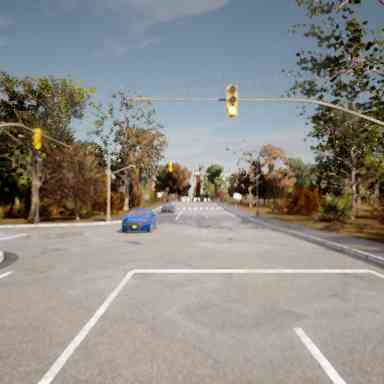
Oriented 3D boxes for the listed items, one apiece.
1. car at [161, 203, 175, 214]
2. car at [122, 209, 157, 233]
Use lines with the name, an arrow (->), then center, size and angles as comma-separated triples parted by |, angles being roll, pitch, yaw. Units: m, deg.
car -> -3.460, 2.404, 49.021 | 2.033, 1.411, 5.357 | 0, 0, 0
car -> -3.509, 1.919, 22.830 | 1.882, 1.535, 5.008 | 0, -2, 0
